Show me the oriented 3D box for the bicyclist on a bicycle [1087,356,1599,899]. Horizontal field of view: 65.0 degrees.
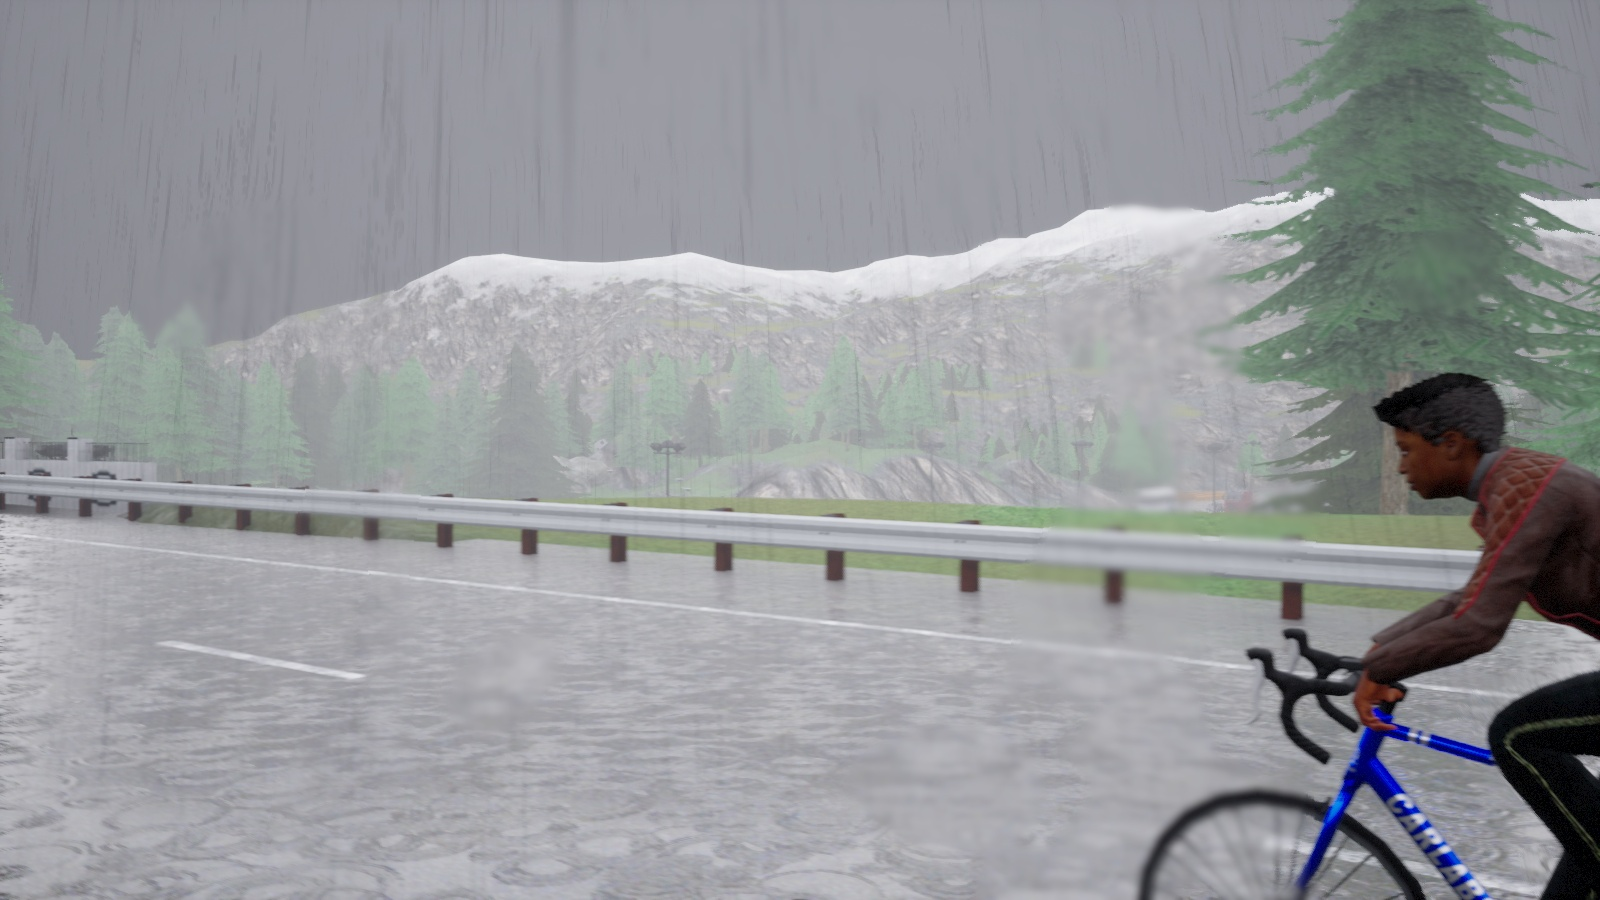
[{"bbox_3d":[1.510,0.635,2.619,1.656,1.620,0.582,0,1,34],"label":"bicyclist on a bicycle"}]
